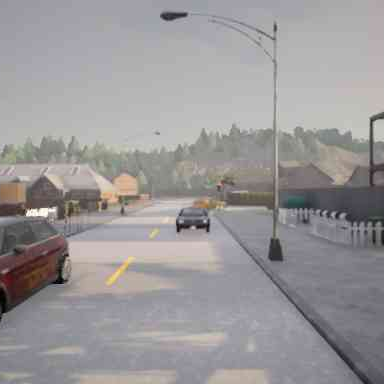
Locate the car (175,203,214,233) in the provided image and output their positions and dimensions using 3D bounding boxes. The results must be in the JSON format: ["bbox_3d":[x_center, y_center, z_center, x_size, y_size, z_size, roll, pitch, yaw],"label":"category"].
[{"bbox_3d":[0.069,1.559,19.479,1.895,1.301,4.718,0,0,0],"label":"car"}]

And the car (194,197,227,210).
[{"bbox_3d":[2.214,1.394,39.335,1.882,1.535,5.008,-2,-1,37],"label":"car"}]

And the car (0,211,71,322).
[{"bbox_3d":[-4.091,1.338,6.466,2.097,1.767,4.553,0,0,0],"label":"car"}]
